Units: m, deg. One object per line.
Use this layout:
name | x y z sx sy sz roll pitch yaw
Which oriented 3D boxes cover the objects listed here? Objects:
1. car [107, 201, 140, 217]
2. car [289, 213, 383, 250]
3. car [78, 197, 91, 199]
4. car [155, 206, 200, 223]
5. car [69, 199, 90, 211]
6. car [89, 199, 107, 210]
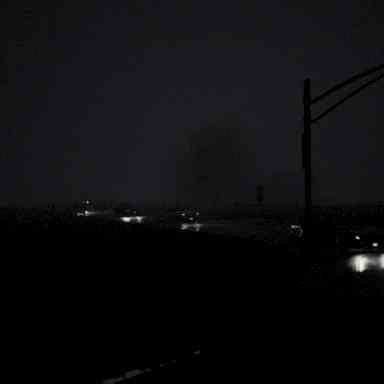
car | -7.680 2.004 38.195 1.837 1.490 4.892 -1 0 -36
car | 6.628 1.708 15.676 2.033 1.411 5.357 -1 0 -13
car | -20.415 2.027 62.263 2.150 2.045 5.566 -1 0 -36
car | -1.342 1.951 29.363 1.895 1.301 4.718 -1 0 -36
car | -18.080 2.240 52.828 2.128 1.511 4.902 -1 0 -35
car | -14.357 2.152 53.826 2.128 1.511 4.902 -1 0 -35
